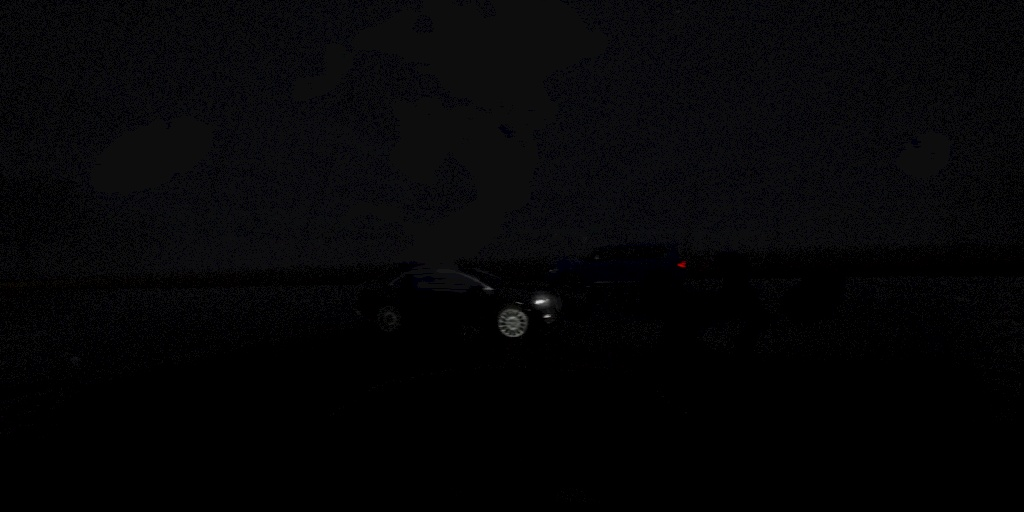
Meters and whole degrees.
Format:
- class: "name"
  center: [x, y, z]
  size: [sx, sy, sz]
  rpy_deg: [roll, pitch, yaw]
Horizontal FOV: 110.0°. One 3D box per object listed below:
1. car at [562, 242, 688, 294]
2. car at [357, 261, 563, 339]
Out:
- class: "car"
  center: [4.289, 0.484, 15.024]
  size: [5.566, 2.045, 2.150]
  rpy_deg: [-1, 3, 9]
- class: "car"
  center: [-1.313, 0.985, 8.871]
  size: [4.902, 1.511, 2.128]
  rpy_deg: [0, 2, 9]
